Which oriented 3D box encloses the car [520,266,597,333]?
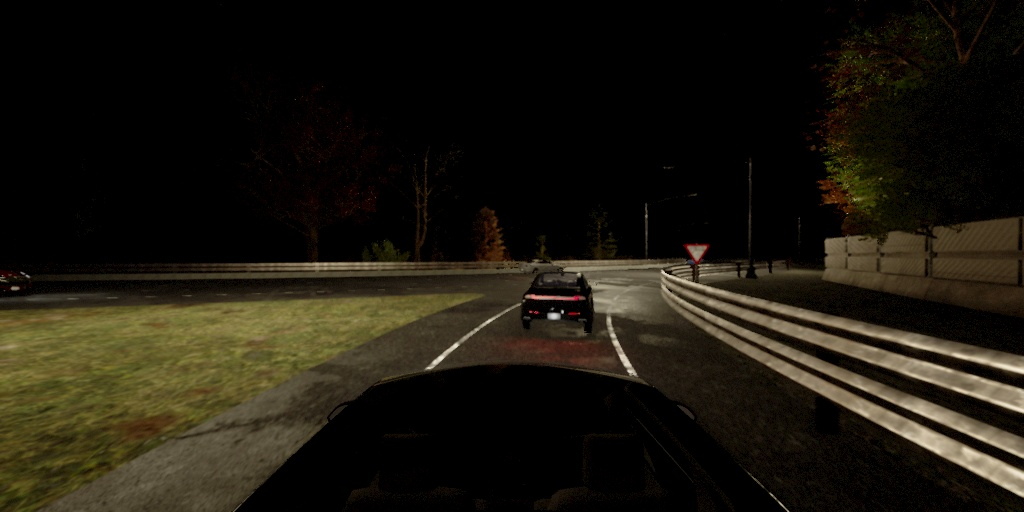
[{"bbox_3d":[1.488,1.205,10.784,2.128,1.511,4.902,0,0,12],"label":"car"}]

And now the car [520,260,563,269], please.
[{"bbox_3d":[2.991,1.061,35.165,4.674,1.442,1.812,0,0,-29],"label":"car"}]

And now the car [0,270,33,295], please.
[{"bbox_3d":[-25.157,0.917,16.143,4.553,1.767,2.097,0,0,-12],"label":"car"}]
